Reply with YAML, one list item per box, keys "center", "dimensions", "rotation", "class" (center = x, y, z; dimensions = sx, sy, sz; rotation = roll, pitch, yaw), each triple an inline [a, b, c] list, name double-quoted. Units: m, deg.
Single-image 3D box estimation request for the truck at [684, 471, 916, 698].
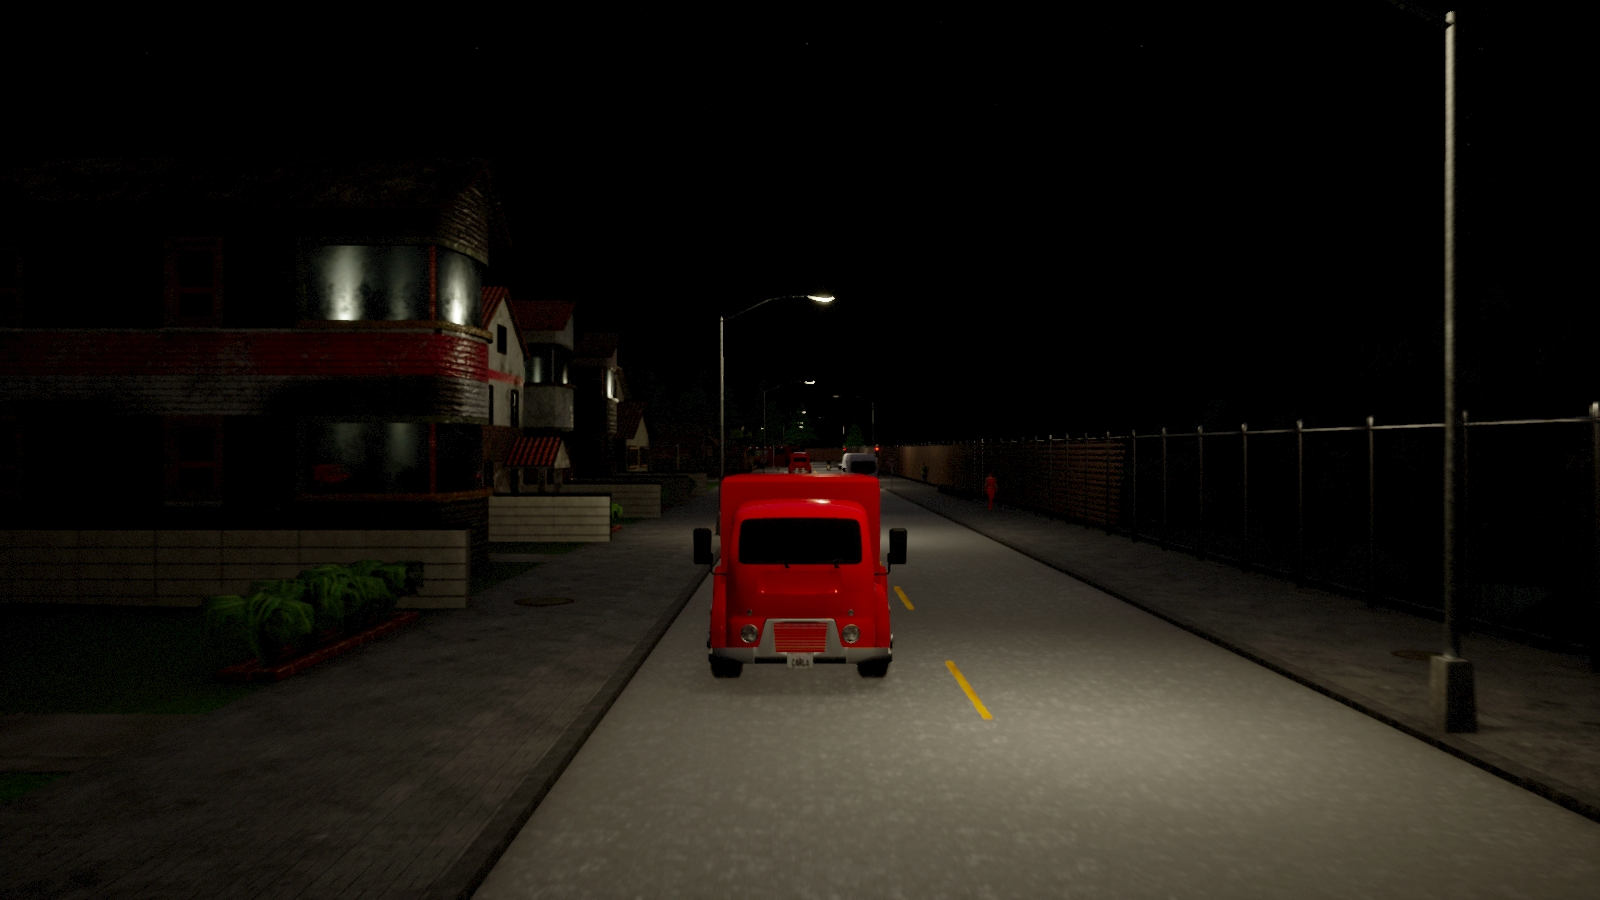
- center: [0.002, 1.568, 15.535]
  dimensions: [2.627, 2.467, 5.204]
  rotation: [0, 0, 0]
  class: "truck"
